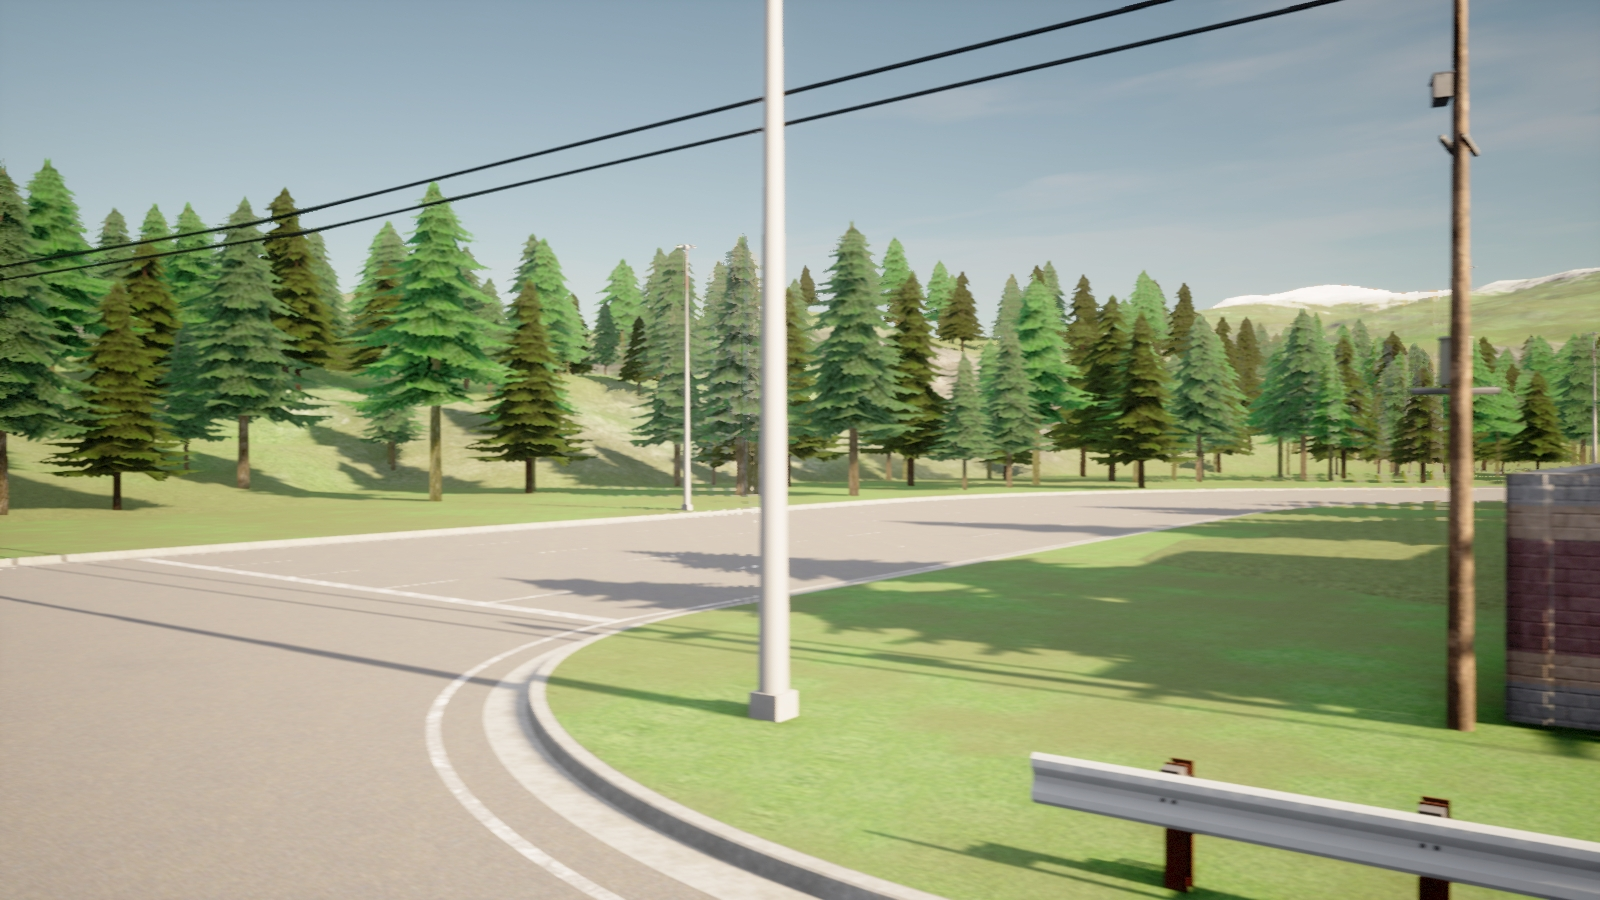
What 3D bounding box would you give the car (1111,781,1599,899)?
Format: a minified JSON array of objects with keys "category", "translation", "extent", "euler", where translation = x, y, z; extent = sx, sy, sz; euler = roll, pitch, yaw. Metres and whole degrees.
[{"category":"car","translation":[3.080,1.981,1.631],"extent":[5.238,1.638,2.097],"euler":[0,0,35]}]
